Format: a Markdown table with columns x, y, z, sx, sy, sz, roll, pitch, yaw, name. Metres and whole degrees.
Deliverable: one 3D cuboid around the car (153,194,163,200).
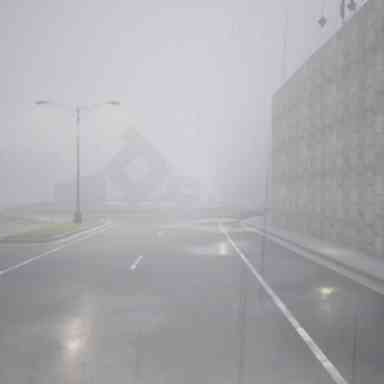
| x | y | z | sx | sy | sz | roll | pitch | yaw | name |
| --- | --- | --- | --- | --- | --- | --- | --- | --- | --- |
| -9.769 | 1.432 | 93.101 | 1.994 | 1.385 | 4.181 | 0 | 0 | -1 | car |
